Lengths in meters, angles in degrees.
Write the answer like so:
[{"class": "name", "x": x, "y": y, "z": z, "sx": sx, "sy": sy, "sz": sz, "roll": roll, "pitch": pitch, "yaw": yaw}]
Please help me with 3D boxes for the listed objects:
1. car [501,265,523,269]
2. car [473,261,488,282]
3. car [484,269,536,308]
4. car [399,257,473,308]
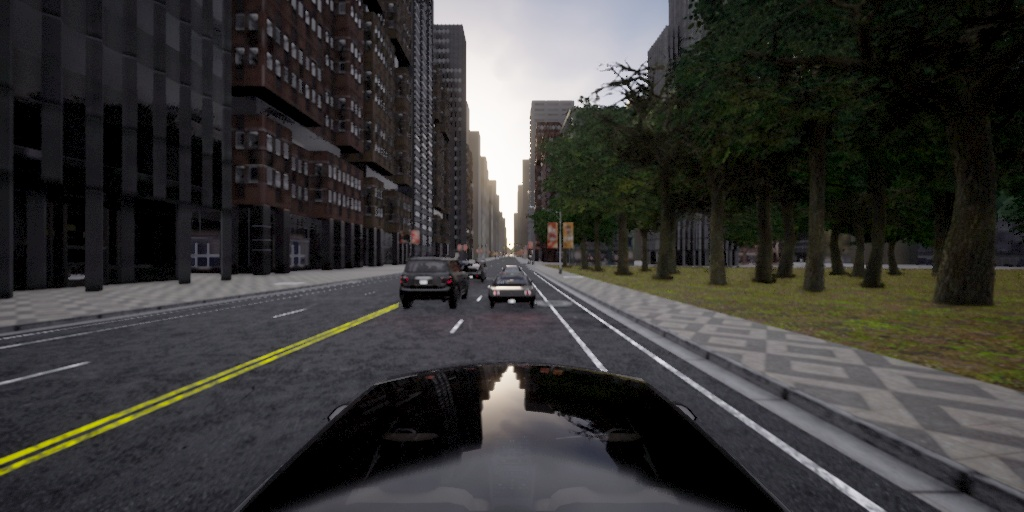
[{"class": "car", "x": 0.009, "y": 1.493, "z": 31.135, "sx": 1.994, "sy": 1.385, "sz": 4.181, "roll": 0, "pitch": 0, "yaw": 0}, {"class": "car", "x": -3.238, "y": 1.436, "z": 31.133, "sx": 1.837, "sy": 1.490, "sz": 4.892, "roll": 0, "pitch": 0, "yaw": 0}, {"class": "car", "x": 0.005, "y": 1.455, "z": 15.947, "sx": 1.895, "sy": 1.301, "sz": 4.718, "roll": 0, "pitch": 0, "yaw": 0}, {"class": "car", "x": -3.245, "y": 1.071, "z": 15.874, "sx": 2.150, "sy": 2.045, "sz": 5.566, "roll": 0, "pitch": 0, "yaw": 0}]
